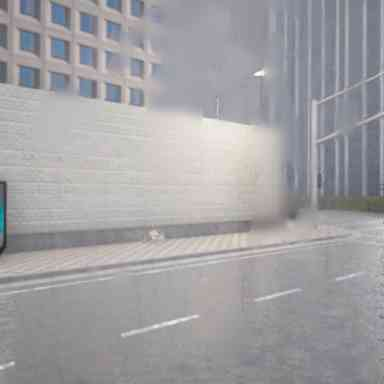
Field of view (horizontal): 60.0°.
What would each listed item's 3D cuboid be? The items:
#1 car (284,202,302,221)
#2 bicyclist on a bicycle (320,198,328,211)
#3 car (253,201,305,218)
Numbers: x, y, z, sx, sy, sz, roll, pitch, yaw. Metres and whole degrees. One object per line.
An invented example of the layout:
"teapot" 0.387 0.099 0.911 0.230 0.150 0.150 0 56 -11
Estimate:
"car" 7.325 1.673 29.528 1.882 1.535 5.008 0 0 -36
"bicyclist on a bicycle" 16.929 1.590 42.709 1.656 1.620 0.582 0 0 -36
"car" 8.705 1.708 33.614 2.128 1.511 4.902 0 0 -36
